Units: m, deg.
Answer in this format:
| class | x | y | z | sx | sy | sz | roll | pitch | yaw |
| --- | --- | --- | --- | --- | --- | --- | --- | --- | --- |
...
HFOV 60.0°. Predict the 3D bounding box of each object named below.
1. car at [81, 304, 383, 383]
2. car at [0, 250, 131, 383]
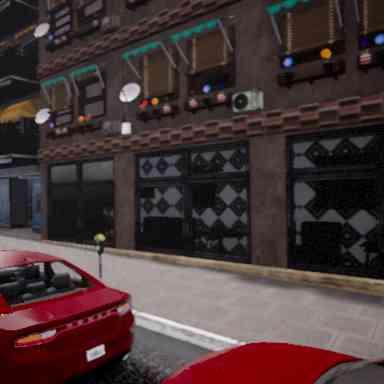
| class | x | y | z | sx | sy | sz | roll | pitch | yaw |
| --- | --- | --- | --- | --- | --- | --- | --- | --- | --- |
| car | 1.696 | 1.549 | 1.535 | 4.507 | 1.381 | 1.887 | 0 | -1 | 35 |
| car | -2.810 | 1.515 | 4.742 | 4.507 | 1.381 | 1.887 | 0 | -1 | 35 |
